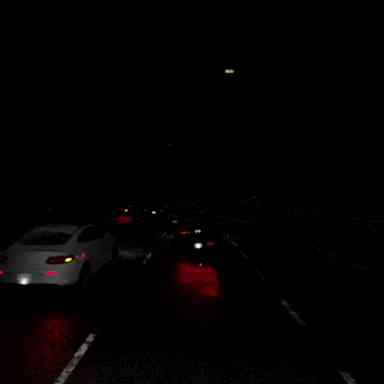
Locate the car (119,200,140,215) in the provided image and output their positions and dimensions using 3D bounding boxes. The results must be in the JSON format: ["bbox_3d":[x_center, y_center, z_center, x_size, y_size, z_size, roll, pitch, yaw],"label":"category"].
[{"bbox_3d":[-6.530,1.612,35.847,1.837,1.490,4.892,1,0,2],"label":"car"}]

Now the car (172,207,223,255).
[{"bbox_3d":[0.226,1.605,13.852,1.837,1.490,4.892,1,0,0],"label":"car"}]

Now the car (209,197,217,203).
[{"bbox_3d":[4.857,2.186,87.682,1.882,1.535,5.008,1,0,8],"label":"car"}]

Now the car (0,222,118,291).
[{"bbox_3d":[-3.283,1.516,8.846,1.812,1.442,4.674,1,0,0],"label":"car"}]

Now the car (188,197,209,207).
[{"bbox_3d":[0.975,1.837,47.826,2.128,1.511,4.902,1,0,3],"label":"car"}]

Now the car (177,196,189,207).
[{"bbox_3d":[-1.557,1.937,61.775,2.033,1.411,5.357,1,0,5],"label":"car"}]

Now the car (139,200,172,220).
[{"bbox_3d":[-3.164,1.698,29.833,1.994,1.385,4.181,1,0,1],"label":"car"}]

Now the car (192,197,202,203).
[{"bbox_3d":[1.313,2.112,87.657,1.882,1.535,5.008,1,0,8],"label":"car"}]
